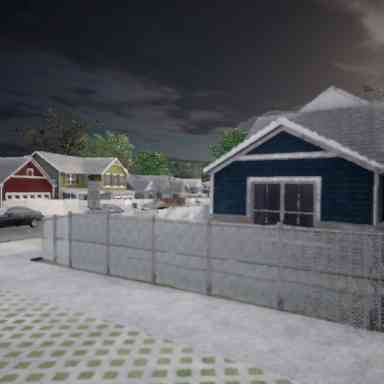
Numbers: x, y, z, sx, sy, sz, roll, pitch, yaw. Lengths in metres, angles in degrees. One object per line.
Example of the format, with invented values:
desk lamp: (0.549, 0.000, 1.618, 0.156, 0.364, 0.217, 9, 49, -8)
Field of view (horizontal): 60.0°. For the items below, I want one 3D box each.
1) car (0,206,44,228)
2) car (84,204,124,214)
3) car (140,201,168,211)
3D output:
car: (-11.543, 1.629, 20.900, 1.812, 1.442, 4.674, 1, 0, 22)
car: (-7.905, 1.766, 30.021, 1.994, 1.385, 4.181, 1, 0, 20)
car: (-4.446, 1.796, 39.738, 2.128, 1.511, 4.902, 1, 0, 18)
